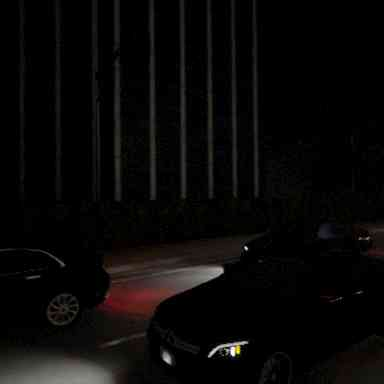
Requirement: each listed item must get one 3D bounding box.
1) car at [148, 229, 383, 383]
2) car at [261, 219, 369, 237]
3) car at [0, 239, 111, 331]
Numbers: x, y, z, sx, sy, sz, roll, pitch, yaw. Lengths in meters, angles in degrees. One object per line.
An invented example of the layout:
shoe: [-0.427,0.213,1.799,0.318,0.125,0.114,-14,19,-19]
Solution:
car: [1.578,1.580,5.134,4.674,1.442,1.812,0,-1,-37]
car: [4.149,1.655,11.420,5.357,1.411,2.033,0,-1,-37]
car: [-3.820,1.617,5.516,4.892,1.490,1.837,0,-1,-37]
